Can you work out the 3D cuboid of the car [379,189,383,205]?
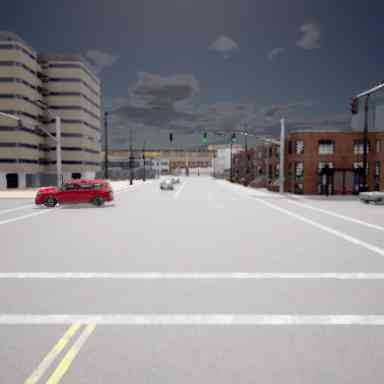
[{"bbox_3d":[16.087,0.269,23.133,4.553,1.767,2.097,0,3,0],"label":"car"}]

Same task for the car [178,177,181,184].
[{"bbox_3d":[-3.517,-2.426,71.478,2.128,1.511,4.902,0,3,0],"label":"car"}]

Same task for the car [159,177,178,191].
[{"bbox_3d":[-3.512,-0.959,47.031,2.128,1.511,4.902,0,4,0],"label":"car"}]

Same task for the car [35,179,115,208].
[{"bbox_3d":[-8.615,0.108,24.822,5.566,2.045,2.150,-1,8,-17],"label":"car"}]

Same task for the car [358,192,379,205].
[{"bbox_3d":[15.957,0.308,26.657,4.718,1.301,1.895,0,3,-4],"label":"car"}]
